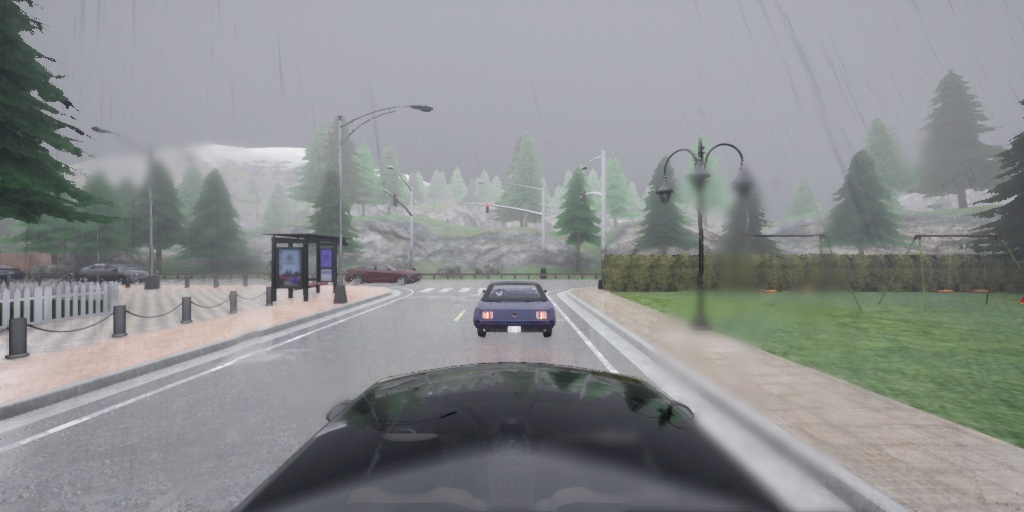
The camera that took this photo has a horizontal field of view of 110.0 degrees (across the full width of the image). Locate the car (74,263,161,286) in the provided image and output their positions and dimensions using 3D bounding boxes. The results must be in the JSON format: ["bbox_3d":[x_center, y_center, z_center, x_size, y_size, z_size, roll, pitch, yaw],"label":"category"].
[{"bbox_3d":[-27.629,1.257,25.204,4.902,1.511,2.128,0,0,1],"label":"car"}]

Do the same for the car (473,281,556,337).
[{"bbox_3d":[0.076,1.351,10.235,1.895,1.301,4.718,0,0,0],"label":"car"}]

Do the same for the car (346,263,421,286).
[{"bbox_3d":[-8.883,1.242,24.902,5.008,1.535,1.882,0,0,3],"label":"car"}]

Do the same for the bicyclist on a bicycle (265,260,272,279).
[{"bbox_3d":[-21.621,1.219,32.239,0.582,1.620,1.656,0,0,0],"label":"bicyclist on a bicycle"}]

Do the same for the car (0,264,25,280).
[{"bbox_3d":[-42.369,1.329,28.919,4.181,1.385,1.994,0,0,0],"label":"car"}]
